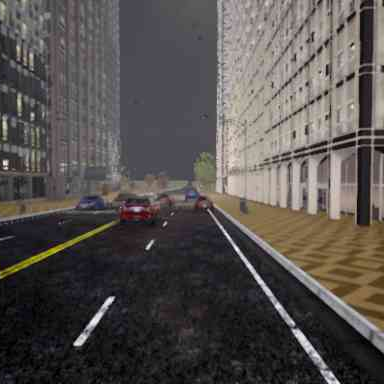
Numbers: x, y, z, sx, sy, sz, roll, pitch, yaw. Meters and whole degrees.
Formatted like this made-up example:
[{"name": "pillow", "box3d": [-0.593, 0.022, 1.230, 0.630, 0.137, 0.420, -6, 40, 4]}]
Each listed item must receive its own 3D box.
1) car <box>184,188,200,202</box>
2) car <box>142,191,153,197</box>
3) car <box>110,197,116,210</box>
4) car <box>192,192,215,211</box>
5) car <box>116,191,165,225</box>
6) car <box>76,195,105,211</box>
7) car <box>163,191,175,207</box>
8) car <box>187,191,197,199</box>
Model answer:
[{"name": "car", "box3d": [-0.002, 0.430, 51.064, 2.150, 2.045, 5.566, 0, 1, 0]}, {"name": "car", "box3d": [-9.763, 0.445, 73.102, 1.895, 1.301, 4.718, 0, 1, 0]}, {"name": "car", "box3d": [-6.594, 0.842, 32.946, 2.097, 1.767, 4.553, 0, 1, 0]}, {"name": "car", "box3d": [1.133, 1.031, 32.105, 1.812, 1.442, 4.674, 0, 1, 0]}, {"name": "car", "box3d": [-3.166, 1.024, 21.287, 2.097, 1.767, 4.553, 0, 1, 0]}, {"name": "car", "box3d": [-9.846, 1.021, 32.661, 1.812, 1.442, 4.674, 0, 1, 0]}, {"name": "car", "box3d": [-3.156, 0.921, 39.068, 1.812, 1.442, 4.674, 0, 1, 0]}, {"name": "car", "box3d": [-0.010, 0.497, 66.302, 1.812, 1.442, 4.674, 0, 1, 0]}]
